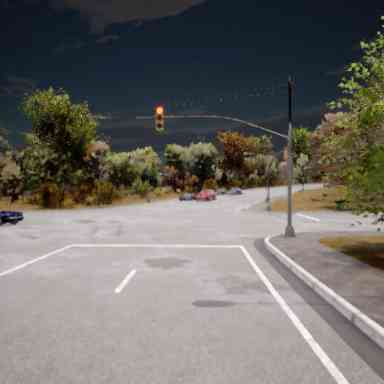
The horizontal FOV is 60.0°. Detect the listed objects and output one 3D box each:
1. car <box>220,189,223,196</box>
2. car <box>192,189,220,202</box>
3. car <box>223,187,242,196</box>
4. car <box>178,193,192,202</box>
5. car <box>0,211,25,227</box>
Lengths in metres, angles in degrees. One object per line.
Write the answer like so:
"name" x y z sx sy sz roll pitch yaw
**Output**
"car" 6.196 0.028 74.908 2.128 1.511 4.902 0 4 28
"car" 2.544 0.615 59.315 2.150 2.045 5.566 0 3 23
"car" 9.327 -0.149 73.336 2.097 1.767 4.553 0 4 28
"car" -0.627 0.930 60.838 2.033 1.411 5.357 0 3 23
"car" -13.571 1.556 21.700 4.718 1.301 1.895 0 0 3
